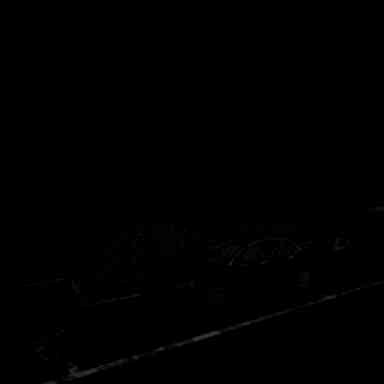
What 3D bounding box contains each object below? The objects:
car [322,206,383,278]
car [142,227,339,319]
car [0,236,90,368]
[{"bbox_3d":[5.603,1.413,10.652,5.009,1.841,2.192,1,0,-36],"label":"car"},{"bbox_3d":[1.037,1.597,7.391,4.403,1.369,2.008,1,0,-36],"label":"car"},{"bbox_3d":[-3.527,1.435,4.131,4.097,1.590,1.967,1,0,-36],"label":"car"}]
